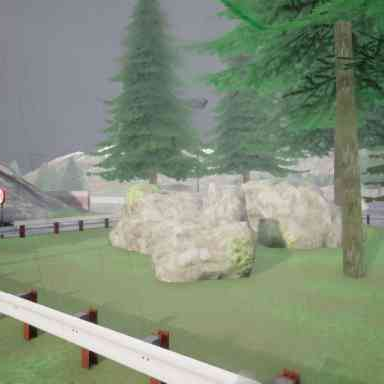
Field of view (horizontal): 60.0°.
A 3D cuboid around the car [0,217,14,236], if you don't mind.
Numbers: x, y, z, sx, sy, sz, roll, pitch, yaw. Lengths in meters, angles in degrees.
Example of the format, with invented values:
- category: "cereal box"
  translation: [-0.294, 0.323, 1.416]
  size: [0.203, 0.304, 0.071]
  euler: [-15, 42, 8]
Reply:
- category: "car"
  translation: [-10.918, 1.358, 15.469]
  size: [5.357, 1.411, 2.033]
  euler: [0, 0, 18]
